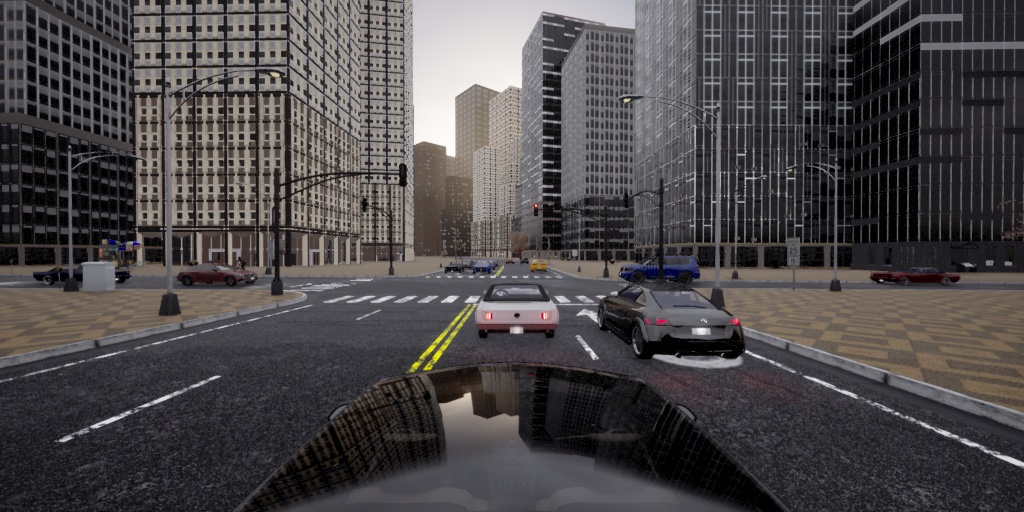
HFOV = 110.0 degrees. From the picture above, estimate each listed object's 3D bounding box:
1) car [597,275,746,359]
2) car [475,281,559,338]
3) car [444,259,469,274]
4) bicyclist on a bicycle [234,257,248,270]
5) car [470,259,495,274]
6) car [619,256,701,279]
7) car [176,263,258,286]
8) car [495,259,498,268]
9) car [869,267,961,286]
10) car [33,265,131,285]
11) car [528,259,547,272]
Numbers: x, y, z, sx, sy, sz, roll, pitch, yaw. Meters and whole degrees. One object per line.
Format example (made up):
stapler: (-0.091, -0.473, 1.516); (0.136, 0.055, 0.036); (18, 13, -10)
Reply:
car: (3.363, 1.312, 8.403); (1.994, 1.385, 4.181); (0, 0, 0)
car: (0.110, 1.348, 10.120); (1.895, 1.301, 4.718); (0, 0, 0)
car: (-6.550, 1.320, 41.403); (1.895, 1.301, 4.718); (0, 0, 0)
bicyclist on a bicycle: (-24.667, 0.871, 32.595); (0.582, 1.620, 1.656); (0, 1, 1)
car: (-3.298, 1.197, 40.730); (1.882, 1.535, 5.008); (0, 0, 0)
car: (10.855, 1.002, 26.507); (5.566, 2.045, 2.150); (0, 1, 4)
car: (-19.457, 1.194, 23.724); (4.674, 1.442, 1.812); (0, 0, 1)
car: (-3.285, 1.229, 50.074); (1.812, 1.442, 4.674); (0, 0, 0)
car: (29.041, 1.466, 25.981); (4.718, 1.301, 1.895); (0, 0, 1)
car: (-28.566, 1.226, 23.965); (4.718, 1.301, 1.895); (0, 0, 1)
car: (3.365, 1.188, 46.241); (1.882, 1.535, 5.008); (0, 0, 1)
